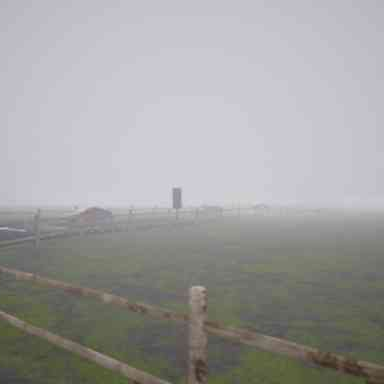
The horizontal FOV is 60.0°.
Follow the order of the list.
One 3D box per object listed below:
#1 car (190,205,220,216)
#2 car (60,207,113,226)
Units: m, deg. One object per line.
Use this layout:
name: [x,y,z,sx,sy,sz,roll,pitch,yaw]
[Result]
car: [1.911,2.333,42.615,2.033,1.411,5.357,0,-1,36]
car: [-8.696,1.959,27.768,1.812,1.442,4.674,0,-1,36]
